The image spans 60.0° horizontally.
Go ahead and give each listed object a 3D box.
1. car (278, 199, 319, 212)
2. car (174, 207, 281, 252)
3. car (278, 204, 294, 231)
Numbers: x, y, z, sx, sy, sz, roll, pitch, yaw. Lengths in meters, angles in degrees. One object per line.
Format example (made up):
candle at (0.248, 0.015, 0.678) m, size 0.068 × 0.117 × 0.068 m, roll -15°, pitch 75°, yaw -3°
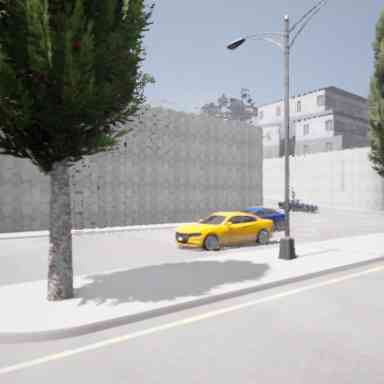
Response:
car at (12.684, 1.588, 39.678) m, size 1.895 × 1.301 × 4.718 m, roll 1°, pitch 4°, yaw -35°
car at (1.543, 1.658, 15.047) m, size 5.008 × 1.535 × 1.882 m, roll 0°, pitch -1°, yaw -36°
car at (3.917, 1.730, 21.064) m, size 5.008 × 1.535 × 1.882 m, roll 0°, pitch -1°, yaw -36°
